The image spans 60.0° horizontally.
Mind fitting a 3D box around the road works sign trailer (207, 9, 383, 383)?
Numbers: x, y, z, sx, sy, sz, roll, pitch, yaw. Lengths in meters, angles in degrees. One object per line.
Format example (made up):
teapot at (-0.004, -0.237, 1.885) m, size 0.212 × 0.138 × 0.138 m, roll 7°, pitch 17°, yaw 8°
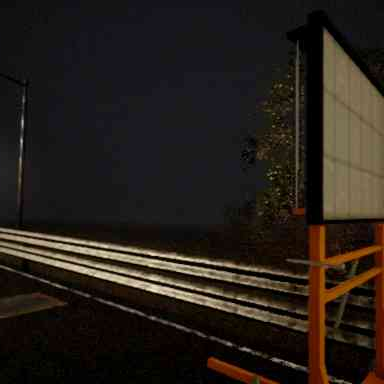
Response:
road works sign trailer at (1.310, 0.661, 3.007) m, size 2.880 × 3.560 × 2.380 m, roll -1°, pitch -4°, yaw 41°
